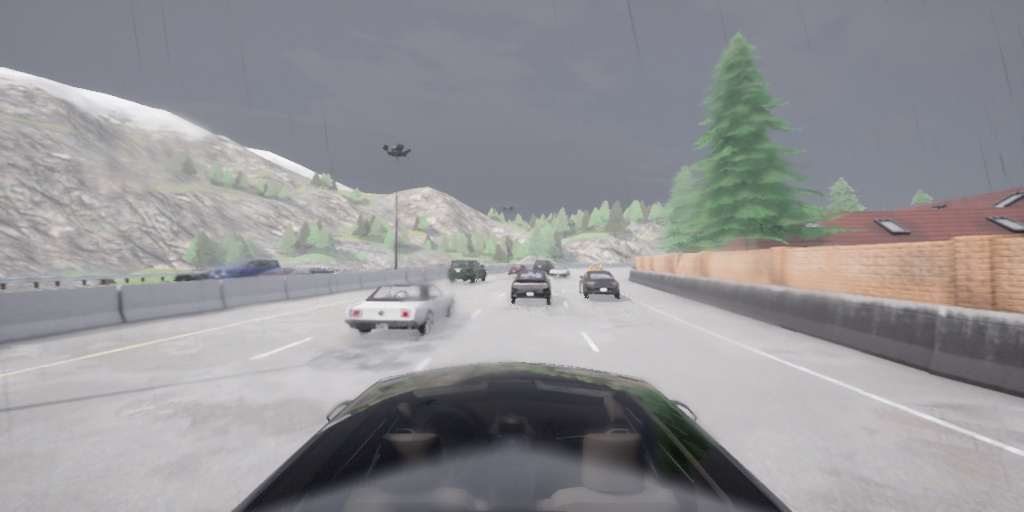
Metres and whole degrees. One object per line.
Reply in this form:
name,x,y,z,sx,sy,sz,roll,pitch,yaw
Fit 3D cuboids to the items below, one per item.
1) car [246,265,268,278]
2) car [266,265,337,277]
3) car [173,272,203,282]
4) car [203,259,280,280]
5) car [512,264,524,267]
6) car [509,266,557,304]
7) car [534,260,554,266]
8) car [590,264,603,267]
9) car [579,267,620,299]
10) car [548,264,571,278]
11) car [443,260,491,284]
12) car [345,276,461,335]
car,-18.772,1.639,29.216,1.994,1.385,4.181,0,-1,9
car,-15.553,1.605,27.451,2.033,1.411,5.357,0,-1,9
car,-25.660,1.682,30.611,1.895,1.301,4.718,0,-1,9
car,-22.166,1.303,30.262,2.150,2.045,5.566,0,-1,10
car,0.987,1.913,50.569,1.812,1.442,4.674,0,-1,18
car,1.040,1.455,17.911,2.128,1.511,4.902,0,-1,6
car,4.616,1.614,50.430,2.150,2.045,5.566,0,-1,19
car,11.681,1.868,49.388,1.882,1.535,5.008,0,-1,19
car,4.784,1.521,19.919,1.812,1.442,4.674,0,-1,7
car,5.818,1.893,42.625,1.895,1.301,4.718,0,-1,16
car,-3.895,1.363,32.190,2.150,2.045,5.566,0,-1,11
car,-3.051,1.466,10.978,1.895,1.301,4.718,0,-1,3
